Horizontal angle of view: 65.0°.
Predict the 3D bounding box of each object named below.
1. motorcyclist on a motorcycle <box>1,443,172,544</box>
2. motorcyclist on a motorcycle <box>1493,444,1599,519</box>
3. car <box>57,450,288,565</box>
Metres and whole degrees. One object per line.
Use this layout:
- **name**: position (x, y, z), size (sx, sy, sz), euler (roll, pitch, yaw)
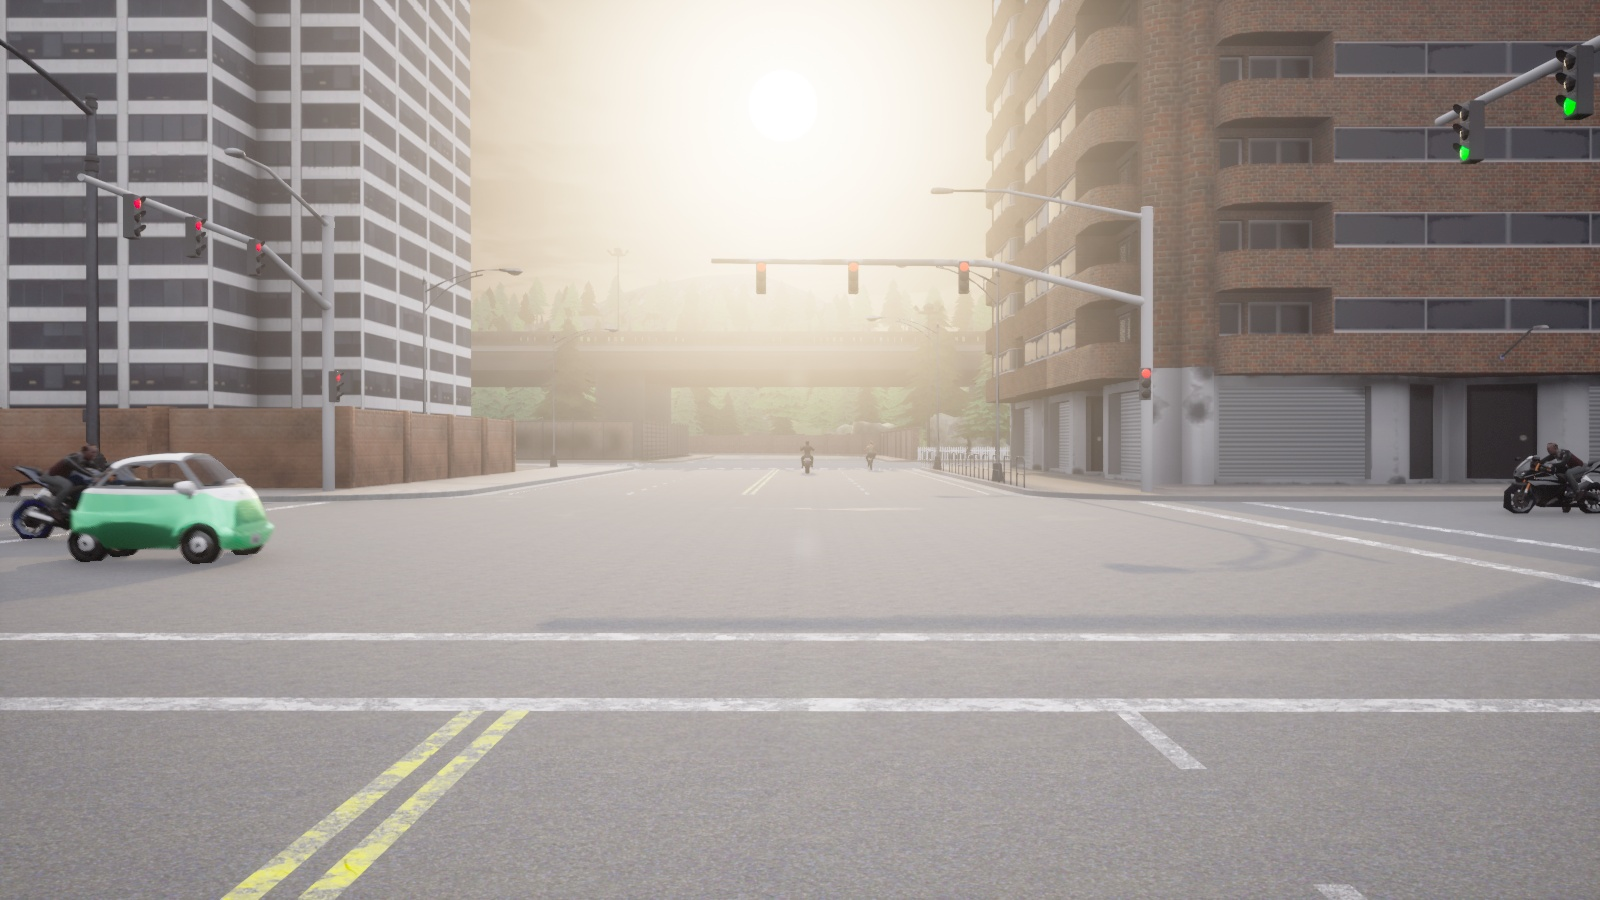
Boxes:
- **motorcyclist on a motorcycle**: position (-11.121, 0.662, 19.626), size (2.191, 1.530, 0.866), euler (0, 0, 1)
- **motorcyclist on a motorcycle**: position (15.862, 0.646, 26.328), size (2.191, 1.530, 0.866), euler (0, 0, 1)
- **car**: position (-7.978, 0.704, 16.091), size (2.207, 1.376, 1.481), euler (0, 0, 1)
